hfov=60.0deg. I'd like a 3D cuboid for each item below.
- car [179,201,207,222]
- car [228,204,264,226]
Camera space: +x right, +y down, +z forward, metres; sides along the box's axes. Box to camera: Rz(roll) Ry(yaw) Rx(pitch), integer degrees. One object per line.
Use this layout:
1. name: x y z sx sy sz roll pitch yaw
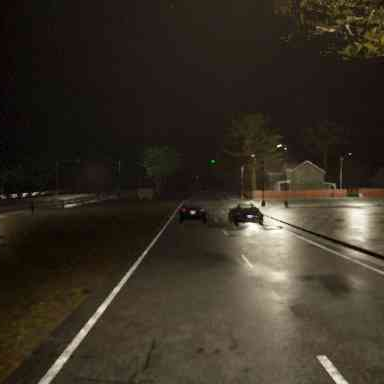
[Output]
1. car: 0.084 1.410 25.141 2.163 1.488 4.792 0 1 1
2. car: 3.660 1.489 23.062 1.994 1.385 4.181 0 1 0
